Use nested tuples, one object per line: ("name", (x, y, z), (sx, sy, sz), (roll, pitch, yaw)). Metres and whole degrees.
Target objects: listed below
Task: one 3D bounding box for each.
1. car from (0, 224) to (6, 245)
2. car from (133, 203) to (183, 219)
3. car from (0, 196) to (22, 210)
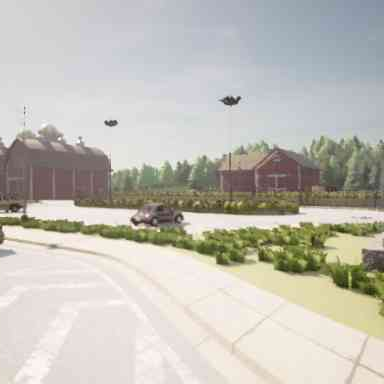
("car", (-8.814, 1.493, 11.399), (1.816, 1.474, 4.193), (0, 0, 36))
("car", (-2.300, 1.493, 22.557), (1.784, 1.438, 3.905), (0, 0, 36))
("car", (-20.688, 1.269, 35.489), (1.932, 1.855, 4.605), (0, 0, 36))
